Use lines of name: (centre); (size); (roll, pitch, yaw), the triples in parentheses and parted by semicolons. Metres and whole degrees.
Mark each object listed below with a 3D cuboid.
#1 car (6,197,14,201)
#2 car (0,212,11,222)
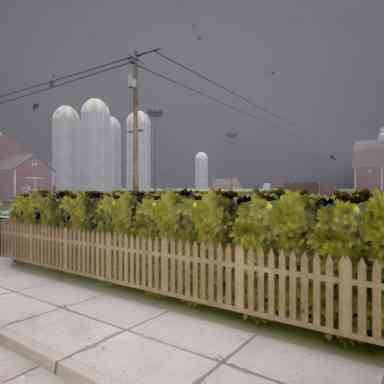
car: (-28.878, 1.503, 53.768); (4.193, 1.474, 1.816); (0, 0, 35)
car: (-7.418, 1.504, 17.046); (1.837, 1.490, 4.892); (0, 0, 35)
